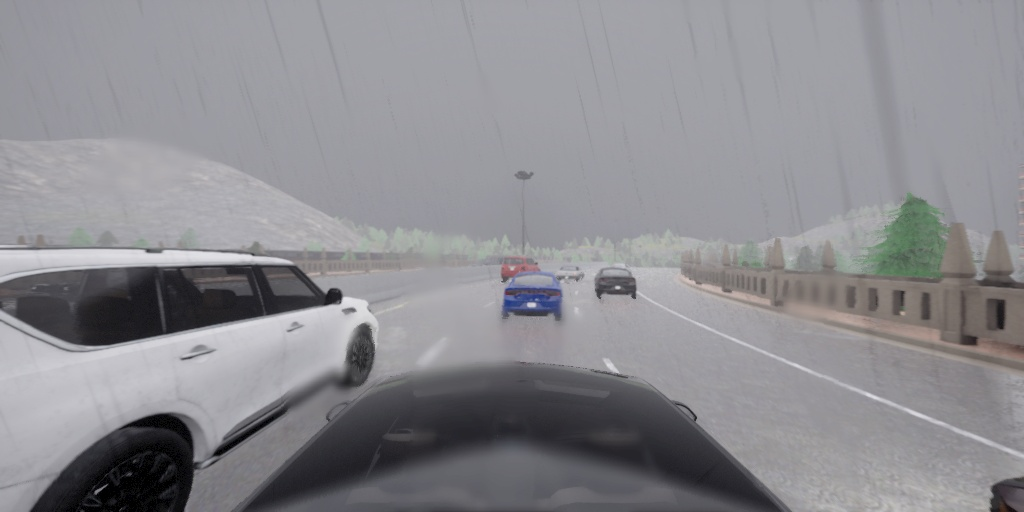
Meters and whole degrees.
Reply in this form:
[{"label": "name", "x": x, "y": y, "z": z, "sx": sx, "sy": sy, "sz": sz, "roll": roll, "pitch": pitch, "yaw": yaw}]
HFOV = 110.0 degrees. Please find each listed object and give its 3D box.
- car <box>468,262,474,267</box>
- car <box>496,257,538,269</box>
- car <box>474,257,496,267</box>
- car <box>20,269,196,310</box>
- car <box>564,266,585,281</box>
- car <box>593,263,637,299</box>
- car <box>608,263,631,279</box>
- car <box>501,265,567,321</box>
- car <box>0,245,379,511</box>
[{"label": "car", "x": -3.941, "y": 1.239, "z": 46.765, "sx": 2.097, "sy": 1.767, "sz": 4.553, "roll": 0, "pitch": 0, "yaw": 22}, {"label": "car", "x": 0.776, "y": 1.080, "z": 29.384, "sx": 2.150, "sy": 2.045, "sz": 5.566, "roll": 0, "pitch": 0, "yaw": 17}, {"label": "car", "x": -1.885, "y": 1.110, "z": 42.725, "sx": 2.150, "sy": 2.045, "sz": 5.566, "roll": 0, "pitch": 0, "yaw": 24}, {"label": "car", "x": -16.670, "y": 1.272, "z": 15.274, "sx": 1.895, "sy": 1.301, "sz": 4.718, "roll": 0, "pitch": 0, "yaw": 8}, {"label": "car", "x": 5.288, "y": 1.504, "z": 31.927, "sx": 1.895, "sy": 1.301, "sz": 4.718, "roll": 0, "pitch": 0, "yaw": 19}, {"label": "car", "x": 5.410, "y": 1.334, "z": 19.147, "sx": 1.882, "sy": 1.535, "sz": 5.008, "roll": 0, "pitch": 0, "yaw": 11}, {"label": "car", "x": 11.274, "y": 1.495, "z": 37.415, "sx": 1.812, "sy": 1.442, "sz": 4.674, "roll": 0, "pitch": 0, "yaw": 24}, {"label": "car", "x": 0.851, "y": 1.276, "z": 12.830, "sx": 1.882, "sy": 1.535, "sz": 5.008, "roll": 0, "pitch": 0, "yaw": 7}, {"label": "car", "x": -3.325, "y": 0.953, "z": 3.685, "sx": 2.150, "sy": 2.045, "sz": 5.566, "roll": 0, "pitch": 0, "yaw": 0}]
